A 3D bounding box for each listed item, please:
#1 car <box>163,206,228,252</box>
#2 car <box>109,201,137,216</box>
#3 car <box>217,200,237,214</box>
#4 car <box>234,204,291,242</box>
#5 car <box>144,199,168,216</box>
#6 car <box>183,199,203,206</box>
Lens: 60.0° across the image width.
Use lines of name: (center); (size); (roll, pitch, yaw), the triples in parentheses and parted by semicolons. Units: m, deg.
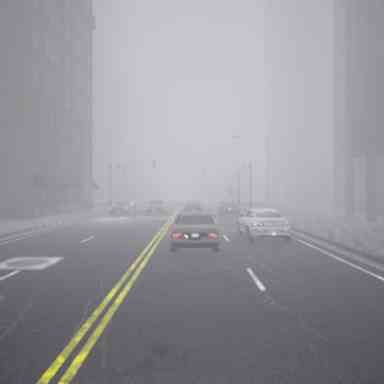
car: (0.101, 1.509, 13.758); (2.033, 1.411, 5.357); (0, 0, 0)
car: (-6.573, 1.515, 32.041); (1.895, 1.301, 4.718); (0, 0, 0)
car: (3.352, 1.479, 31.453); (1.994, 1.385, 4.181); (0, 0, 0)
car: (3.361, 1.481, 15.981); (1.812, 1.442, 4.674); (0, 0, 0)
car: (-3.326, 1.422, 31.393); (1.837, 1.490, 4.892); (0, 0, 0)
car: (0.102, 1.440, 31.778); (1.812, 1.442, 4.674); (0, 0, 0)
